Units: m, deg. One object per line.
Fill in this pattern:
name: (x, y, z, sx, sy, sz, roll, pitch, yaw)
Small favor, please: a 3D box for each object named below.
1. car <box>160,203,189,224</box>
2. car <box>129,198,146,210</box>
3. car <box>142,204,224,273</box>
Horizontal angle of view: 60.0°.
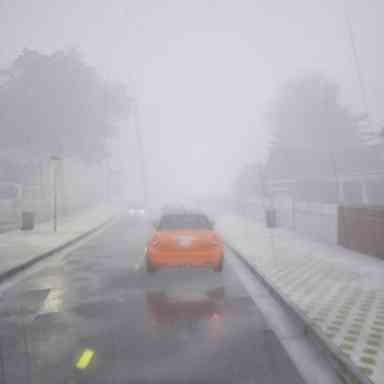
car: (-1.419, 1.542, 25.245, 1.895, 1.301, 4.718, 0, 0, -6)
car: (-6.717, 1.478, 41.198, 1.994, 1.385, 4.181, 0, 0, -10)
car: (-0.265, 1.327, 10.729, 2.097, 1.767, 4.553, 0, 0, -3)
